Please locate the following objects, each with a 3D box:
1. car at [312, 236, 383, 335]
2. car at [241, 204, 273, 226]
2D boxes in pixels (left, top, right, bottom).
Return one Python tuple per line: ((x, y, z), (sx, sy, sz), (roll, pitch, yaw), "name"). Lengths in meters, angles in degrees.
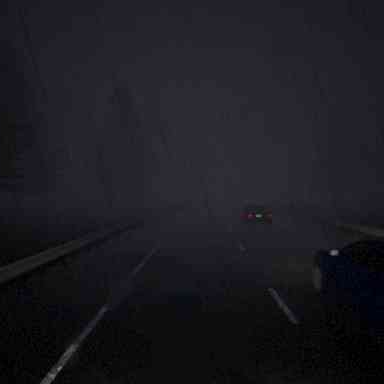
((3.658, 1.492, 5.719), (1.882, 1.535, 5.008), (0, 0, 1), "car")
((4.594, 1.606, 24.053), (2.033, 1.411, 5.357), (0, 0, 5), "car")
